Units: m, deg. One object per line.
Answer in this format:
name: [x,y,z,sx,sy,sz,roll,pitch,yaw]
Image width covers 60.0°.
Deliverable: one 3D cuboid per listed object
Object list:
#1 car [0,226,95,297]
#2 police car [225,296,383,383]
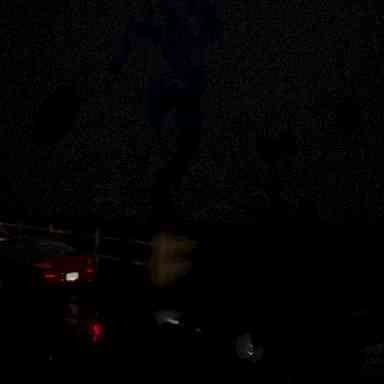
car: [-4.592,1.931,9.682,4.674,1.442,1.812,-1,-4,43]
police car: [2.650,1.652,2.941,5.238,1.638,1.930,-1,-4,43]
